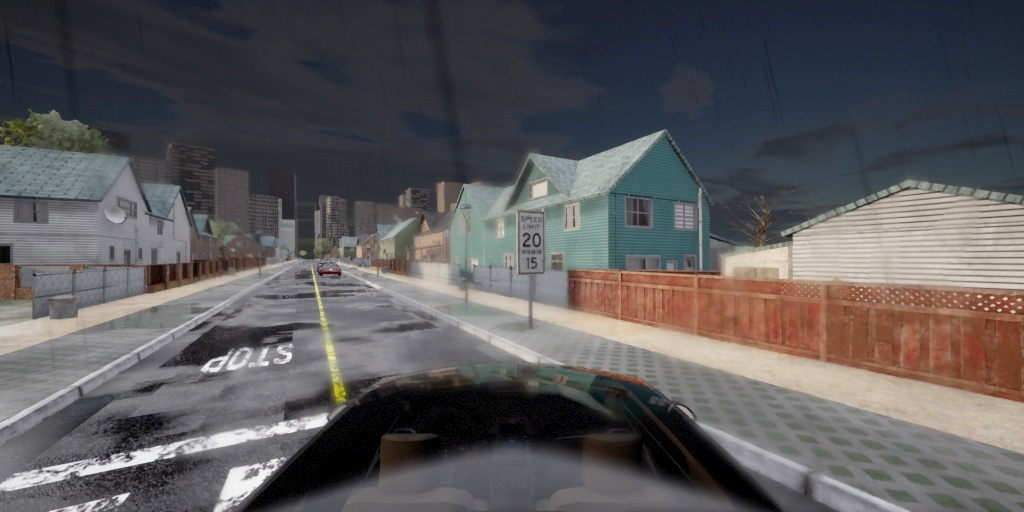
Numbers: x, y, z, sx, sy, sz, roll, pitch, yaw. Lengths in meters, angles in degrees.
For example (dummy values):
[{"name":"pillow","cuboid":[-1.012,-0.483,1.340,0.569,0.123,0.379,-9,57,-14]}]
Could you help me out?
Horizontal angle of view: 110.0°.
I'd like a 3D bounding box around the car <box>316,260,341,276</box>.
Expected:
[{"name":"car","cuboid":[-18.884,1.324,37.117,1.994,1.385,4.181,0,0,-30]}]
